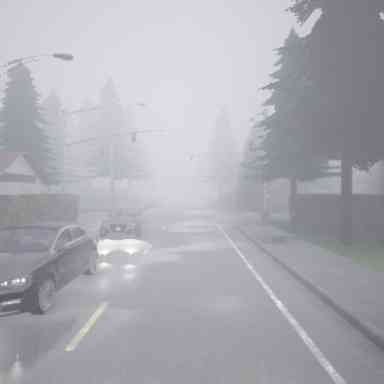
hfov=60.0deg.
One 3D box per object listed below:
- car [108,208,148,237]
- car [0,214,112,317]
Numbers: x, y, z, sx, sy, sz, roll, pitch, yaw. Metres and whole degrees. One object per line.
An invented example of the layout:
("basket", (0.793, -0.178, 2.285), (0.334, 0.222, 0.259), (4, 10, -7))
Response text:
("car", (-3.519, 1.567, 17.844), (1.994, 1.385, 4.181), (0, 0, 0))
("car", (-3.584, 1.494, 7.671), (2.128, 1.511, 4.902), (0, 0, 0))
